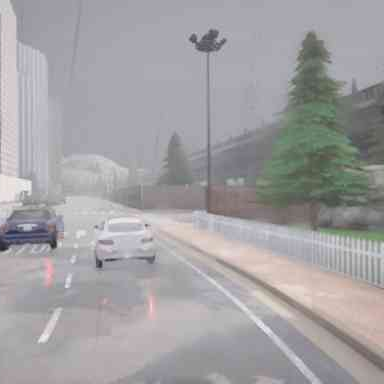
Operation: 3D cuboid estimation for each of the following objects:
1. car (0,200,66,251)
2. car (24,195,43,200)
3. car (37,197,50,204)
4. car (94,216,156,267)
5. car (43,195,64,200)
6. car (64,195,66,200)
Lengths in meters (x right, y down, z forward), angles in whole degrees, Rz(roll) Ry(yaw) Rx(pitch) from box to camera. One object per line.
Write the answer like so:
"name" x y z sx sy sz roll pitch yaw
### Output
"car" -6.968 1.438 14.926 2.097 1.767 4.553 0 0 -16
"car" -28.029 1.557 58.306 2.150 2.045 5.566 0 0 -17
"car" -32.800 1.942 73.510 2.033 1.411 5.357 0 0 -17
"car" -2.410 1.570 11.637 1.812 1.442 4.674 0 0 -15
"car" -24.722 1.667 59.445 2.097 1.767 4.553 0 0 -17
"car" -29.505 1.606 74.692 2.150 2.045 5.566 0 0 -17
